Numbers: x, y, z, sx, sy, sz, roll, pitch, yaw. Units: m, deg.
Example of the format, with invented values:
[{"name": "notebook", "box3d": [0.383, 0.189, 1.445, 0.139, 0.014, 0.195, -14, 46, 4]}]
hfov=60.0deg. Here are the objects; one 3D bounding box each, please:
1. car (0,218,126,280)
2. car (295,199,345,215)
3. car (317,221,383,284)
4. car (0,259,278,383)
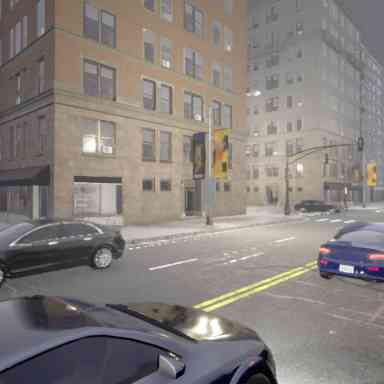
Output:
[{"name": "car", "box3d": [-4.128, 1.507, 9.083, 1.837, 1.490, 4.892, 0, 0, 43]}, {"name": "car", "box3d": [13.190, 1.505, 34.388, 4.892, 1.490, 1.837, 0, 0, 36]}, {"name": "car", "box3d": [4.977, 1.528, 9.007, 1.812, 1.442, 4.674, 0, 0, 43]}, {"name": "car", "box3d": [-1.046, 1.564, 2.565, 1.994, 1.385, 4.181, 0, 0, 43]}]
